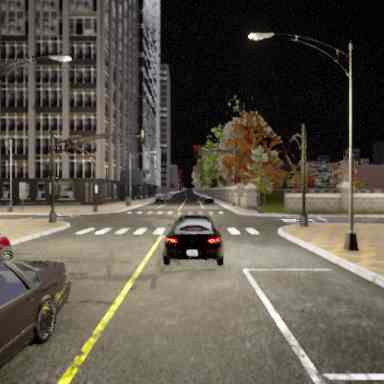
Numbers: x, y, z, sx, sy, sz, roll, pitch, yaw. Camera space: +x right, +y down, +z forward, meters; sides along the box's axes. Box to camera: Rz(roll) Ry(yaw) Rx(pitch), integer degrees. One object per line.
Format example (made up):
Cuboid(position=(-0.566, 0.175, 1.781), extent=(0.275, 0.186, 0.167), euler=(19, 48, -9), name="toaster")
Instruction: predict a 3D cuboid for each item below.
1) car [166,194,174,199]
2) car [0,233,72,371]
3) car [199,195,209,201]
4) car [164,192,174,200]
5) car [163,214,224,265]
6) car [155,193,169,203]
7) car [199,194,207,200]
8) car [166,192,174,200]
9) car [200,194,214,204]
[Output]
Cuboid(position=(-5.848, 1.199, 89.424), extent=(1.947, 1.339, 4.313), euler=(0, 0, 0), name="car")
Cuboid(position=(-3.055, 1.536, 3.615), extent=(2.033, 1.411, 5.357), euler=(0, 0, 1), name="car")
Cuboid(position=(2.680, 1.276, 72.797), extent=(2.008, 1.369, 4.403), euler=(0, 0, 0), name="car")
Cuboid(position=(-5.846, 0.982, 83.861), extent=(2.192, 1.841, 5.009), euler=(0, 0, 0), name="car")
Cuboid(position=(0.092, 1.488, 11.375), extent=(1.812, 1.442, 4.674), euler=(0, 0, 2), name="car")
Cuboid(position=(-5.845, 1.339, 61.620), extent=(1.947, 1.339, 4.313), euler=(0, 0, 0), name="car")
Cuboid(position=(2.678, 1.212, 83.919), extent=(1.887, 1.381, 4.507), euler=(0, 0, 0), name="car")
Cuboid(position=(-5.847, 1.138, 78.303), extent=(1.967, 1.590, 4.097), euler=(0, 0, 0), name="car")
Cuboid(position=(2.743, 1.359, 56.122), extent=(1.947, 1.339, 4.313), euler=(0, 0, 0), name="car")
